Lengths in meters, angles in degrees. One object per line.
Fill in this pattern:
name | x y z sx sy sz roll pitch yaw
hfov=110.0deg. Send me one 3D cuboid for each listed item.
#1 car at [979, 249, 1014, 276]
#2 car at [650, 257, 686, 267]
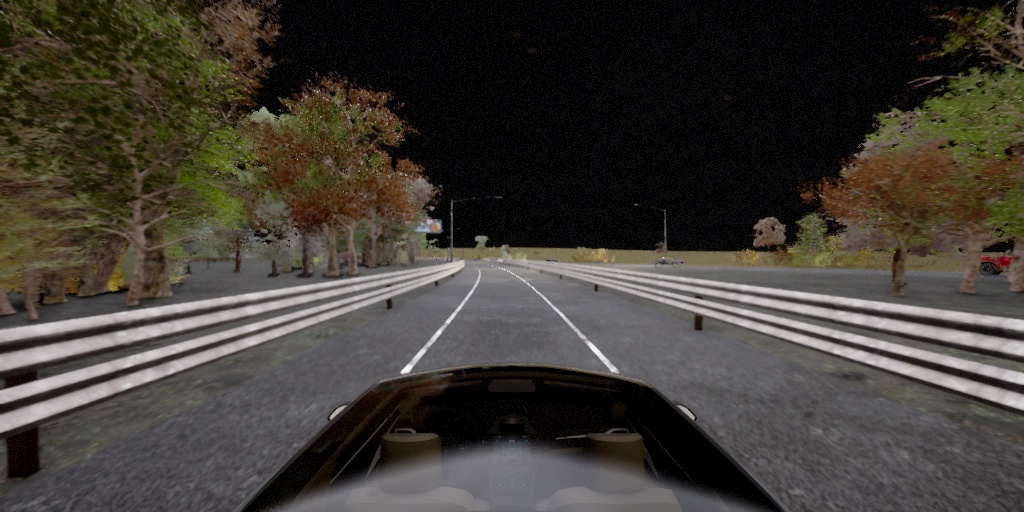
car | 37.810 0.355 26.176 2.150 2.045 5.566 -1 0 -26
car | 23.805 0.781 54.898 2.033 1.411 5.357 -1 0 -26
